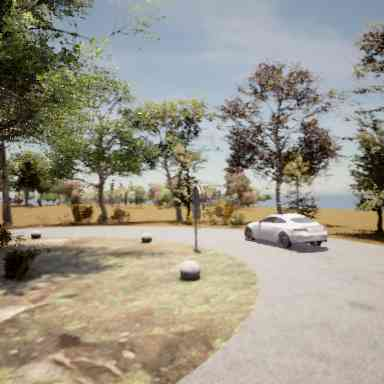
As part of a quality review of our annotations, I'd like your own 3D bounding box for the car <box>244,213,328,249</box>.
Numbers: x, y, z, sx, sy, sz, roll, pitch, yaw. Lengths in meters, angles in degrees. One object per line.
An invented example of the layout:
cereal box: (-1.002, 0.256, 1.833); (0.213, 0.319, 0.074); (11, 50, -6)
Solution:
car: (4.269, 1.738, 15.731); (1.812, 1.442, 4.674); (0, -1, -22)
